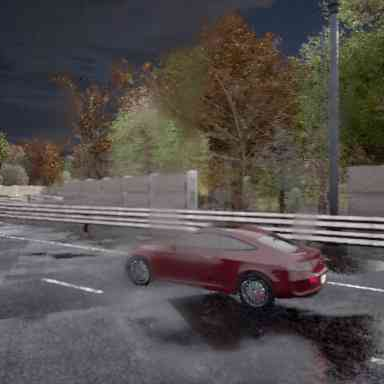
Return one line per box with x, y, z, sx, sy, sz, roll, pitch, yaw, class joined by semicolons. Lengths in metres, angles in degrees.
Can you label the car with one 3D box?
0.561;1.472;7.585;4.674;1.442;1.812;0;0;33;car
